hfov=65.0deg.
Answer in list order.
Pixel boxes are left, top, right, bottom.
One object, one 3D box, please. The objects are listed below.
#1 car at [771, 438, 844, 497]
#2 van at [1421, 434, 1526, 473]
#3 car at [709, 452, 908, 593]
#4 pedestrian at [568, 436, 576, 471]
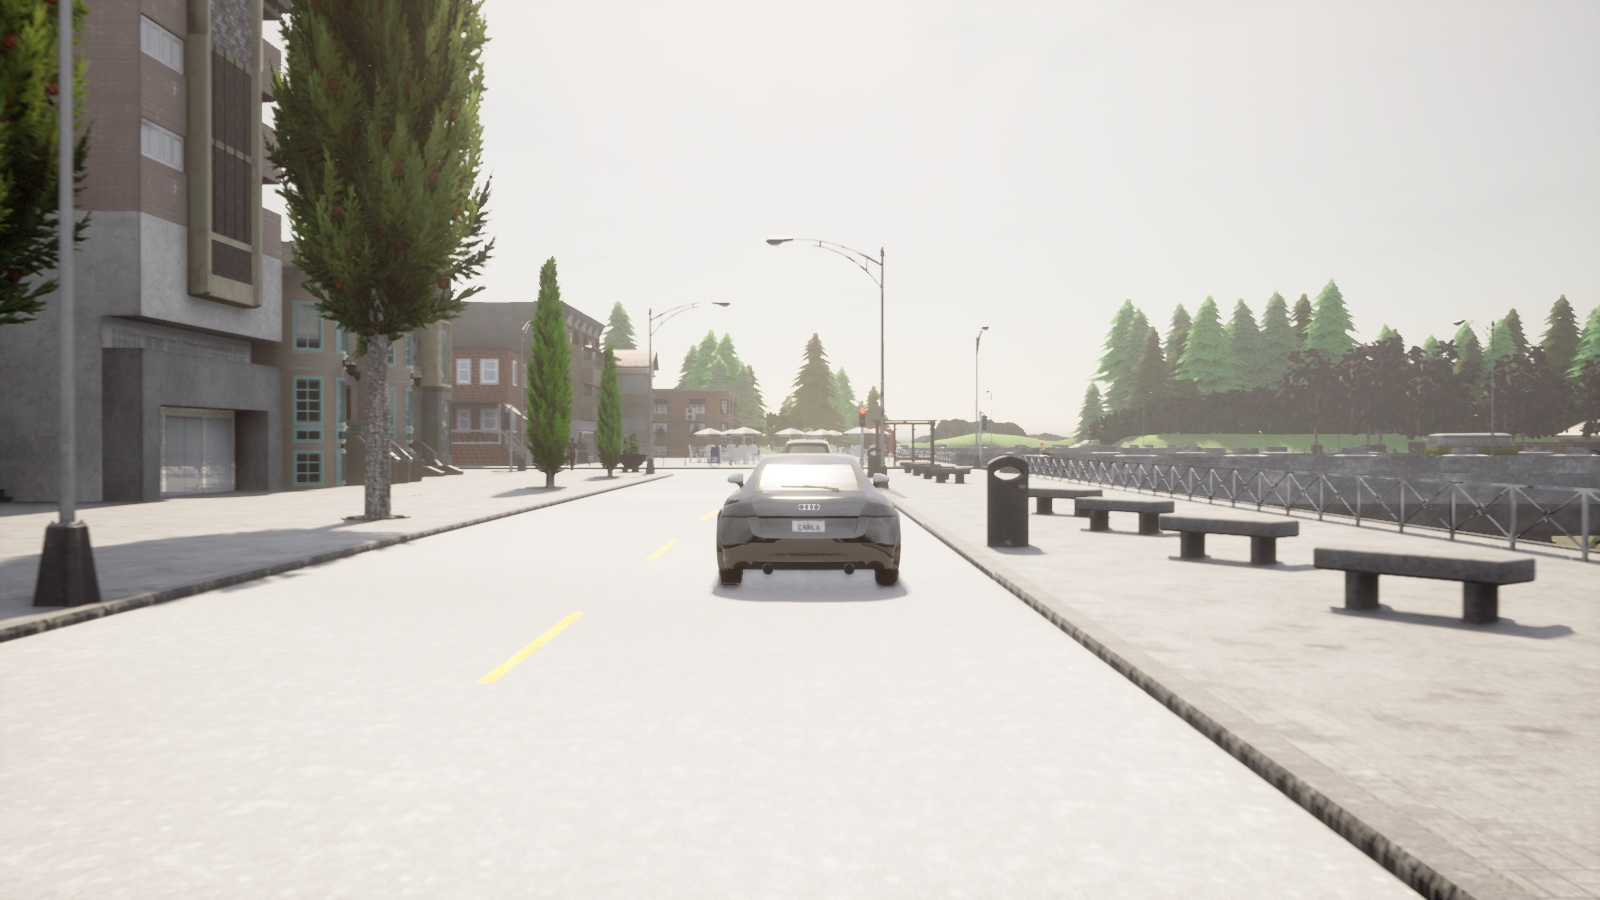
[{"bbox_3d":[0.222,0.467,37.283,2.033,1.649,4.856,0,0,0],"label":"car"},{"bbox_3d":[34.651,0.163,64.681,4.442,1.987,1.775,0,0,0],"label":"van"},{"bbox_3d":[0.097,0.728,14.681,1.994,1.385,4.181,0,0,0],"label":"car"},{"bbox_3d":[-11.950,0.166,65.819,0.328,1.805,0.869,0,0,-15],"label":"pedestrian"}]
